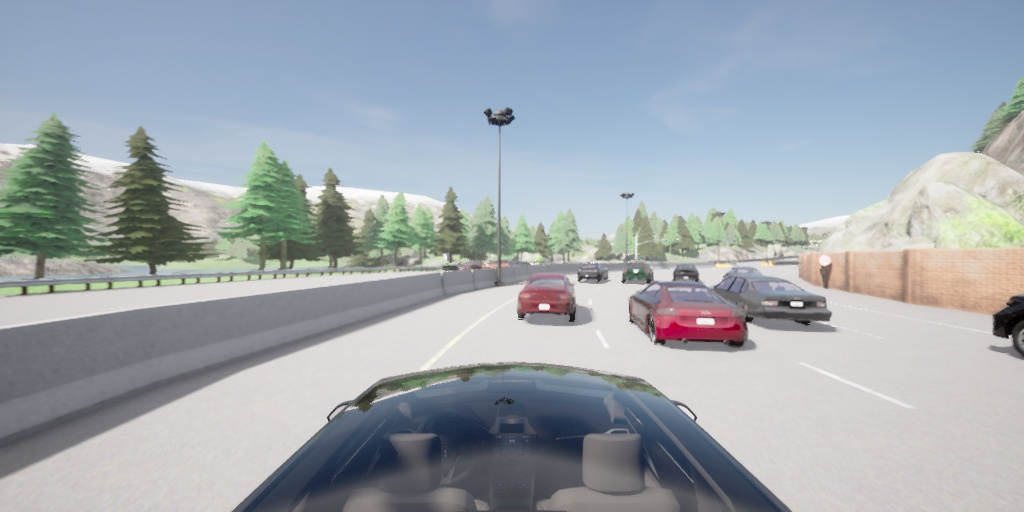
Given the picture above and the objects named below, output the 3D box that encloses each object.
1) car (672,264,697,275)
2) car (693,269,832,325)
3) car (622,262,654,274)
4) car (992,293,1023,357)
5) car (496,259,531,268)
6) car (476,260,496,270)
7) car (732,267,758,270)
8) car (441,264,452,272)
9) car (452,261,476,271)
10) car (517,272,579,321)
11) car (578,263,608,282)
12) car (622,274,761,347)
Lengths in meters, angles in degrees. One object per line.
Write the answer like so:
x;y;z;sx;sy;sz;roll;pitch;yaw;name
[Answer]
14.067;1.399;28.923;1.837;1.490;4.892;0;0;27;car
8.224;1.367;12.237;2.033;1.411;5.357;0;0;11;car
10.298;1.229;29.177;2.097;1.767;4.553;0;0;25;car
10.832;1.035;4.897;2.150;2.045;5.566;0;0;4;car
0.544;1.368;40.870;1.837;1.490;4.892;0;0;31;car
-1.896;1.211;43.543;2.097;1.767;4.553;0;0;32;car
15.435;1.435;23.881;2.033;1.411;5.357;0;0;23;car
-7.291;1.447;48.240;1.895;1.301;4.718;0;0;33;car
-5.020;1.374;45.183;1.812;1.442;4.674;0;0;31;car
1.288;1.313;12.579;1.812;1.442;4.674;0;0;9;car
6.810;1.354;29.977;2.128;1.511;4.902;0;0;24;car
4.370;1.358;9.578;1.994;1.385;4.181;0;0;8;car
